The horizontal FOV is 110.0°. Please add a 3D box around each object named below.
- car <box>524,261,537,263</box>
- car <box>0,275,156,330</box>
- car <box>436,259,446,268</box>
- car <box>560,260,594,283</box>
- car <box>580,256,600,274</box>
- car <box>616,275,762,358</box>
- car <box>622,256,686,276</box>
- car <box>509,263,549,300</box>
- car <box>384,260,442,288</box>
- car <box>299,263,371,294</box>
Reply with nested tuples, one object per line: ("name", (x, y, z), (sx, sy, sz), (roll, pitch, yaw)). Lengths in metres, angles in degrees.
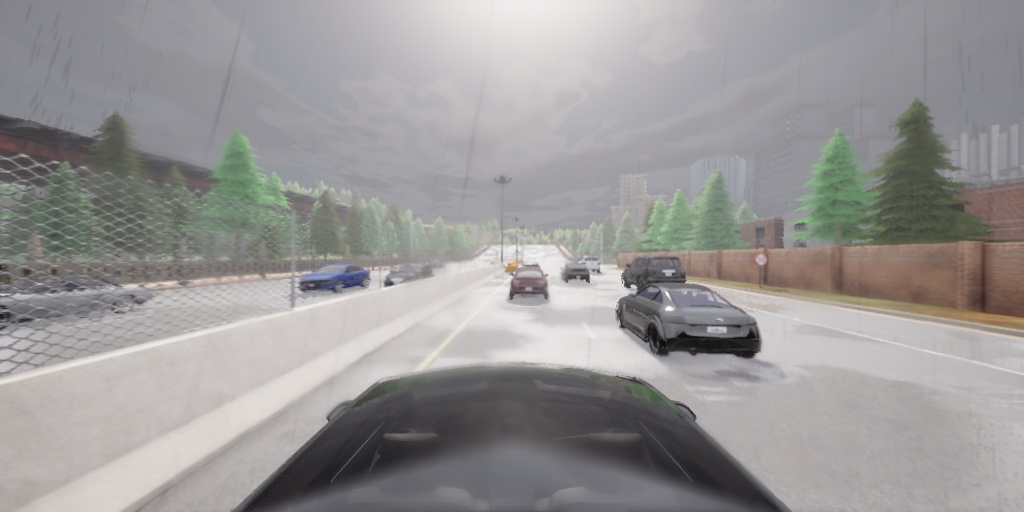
("car", (1.947, 1.256, 37.864), (2.128, 1.511, 4.902), (0, 0, 3))
("car", (-13.759, 1.266, 10.544), (1.895, 1.301, 4.718), (0, 0, 3))
("car", (-11.284, 1.252, 54.214), (1.812, 1.442, 4.674), (0, 0, 3))
("car", (4.924, 1.286, 28.195), (1.837, 1.490, 4.892), (0, 0, 3))
("car", (9.267, 1.031, 43.517), (2.150, 2.045, 5.566), (0, 0, 3))
("car", (3.888, 1.338, 8.633), (1.994, 1.385, 4.181), (0, 0, 3))
("car", (8.023, 1.022, 20.701), (2.150, 2.045, 5.566), (0, 0, 3))
("car", (0.856, 1.282, 17.883), (1.812, 1.442, 4.674), (0, 0, 3))
("car", (-6.132, 1.205, 21.898), (2.128, 1.511, 4.902), (0, 0, 3))
("car", (-9.734, 1.169, 20.128), (1.882, 1.535, 5.008), (0, 0, 3))
